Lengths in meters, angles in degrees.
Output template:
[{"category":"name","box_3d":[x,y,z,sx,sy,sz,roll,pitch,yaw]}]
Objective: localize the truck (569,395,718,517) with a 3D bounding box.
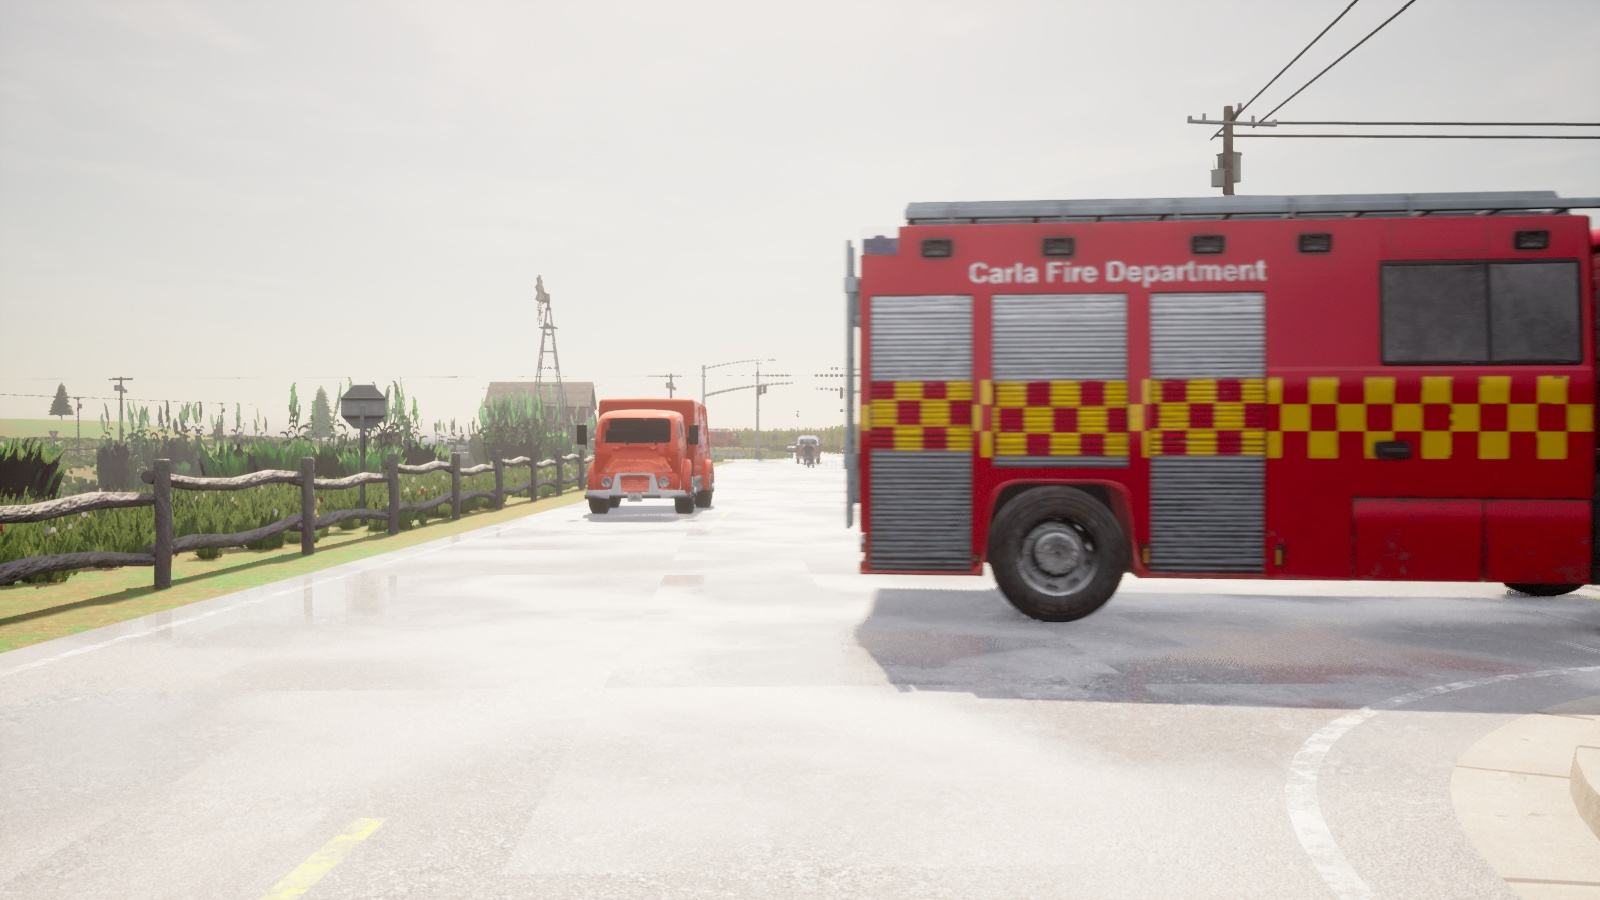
[{"category":"truck","box_3d":[-3.311,0.096,27.868,2.627,2.467,5.204,0,1,0]}]

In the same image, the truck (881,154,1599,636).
[{"category":"truck","box_3d":[5.040,-0.450,11.560,8.468,3.827,2.891,0,0,6]}]

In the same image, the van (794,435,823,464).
[{"category":"van","box_3d":[0.589,-0.048,91.887,2.069,2.038,4.480,0,0,0]}]
